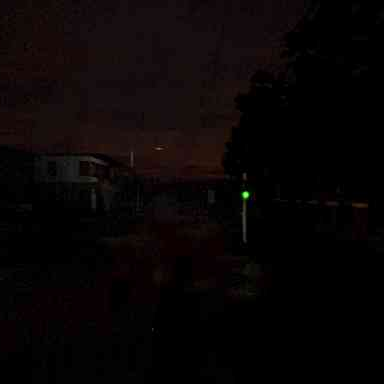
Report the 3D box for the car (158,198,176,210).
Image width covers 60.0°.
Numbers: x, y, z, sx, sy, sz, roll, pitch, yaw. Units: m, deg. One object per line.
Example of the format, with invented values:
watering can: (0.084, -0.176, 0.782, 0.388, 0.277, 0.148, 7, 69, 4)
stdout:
car: (-4.077, 1.838, 50.390, 2.128, 1.511, 4.902, 0, -1, 0)
